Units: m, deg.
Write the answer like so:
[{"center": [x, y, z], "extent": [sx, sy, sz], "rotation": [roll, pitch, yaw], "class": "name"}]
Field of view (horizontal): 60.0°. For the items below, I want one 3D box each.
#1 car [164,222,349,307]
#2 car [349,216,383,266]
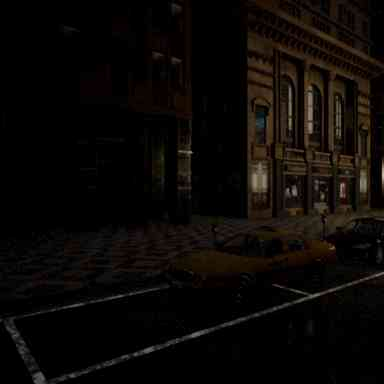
[{"center": [1.627, 1.526, 8.004], "extent": [4.829, 1.417, 1.752], "rotation": [0, 0, -37], "class": "car"}, {"center": [6.244, 1.552, 11.505], "extent": [4.403, 1.369, 2.008], "rotation": [0, 0, -37], "class": "car"}]
